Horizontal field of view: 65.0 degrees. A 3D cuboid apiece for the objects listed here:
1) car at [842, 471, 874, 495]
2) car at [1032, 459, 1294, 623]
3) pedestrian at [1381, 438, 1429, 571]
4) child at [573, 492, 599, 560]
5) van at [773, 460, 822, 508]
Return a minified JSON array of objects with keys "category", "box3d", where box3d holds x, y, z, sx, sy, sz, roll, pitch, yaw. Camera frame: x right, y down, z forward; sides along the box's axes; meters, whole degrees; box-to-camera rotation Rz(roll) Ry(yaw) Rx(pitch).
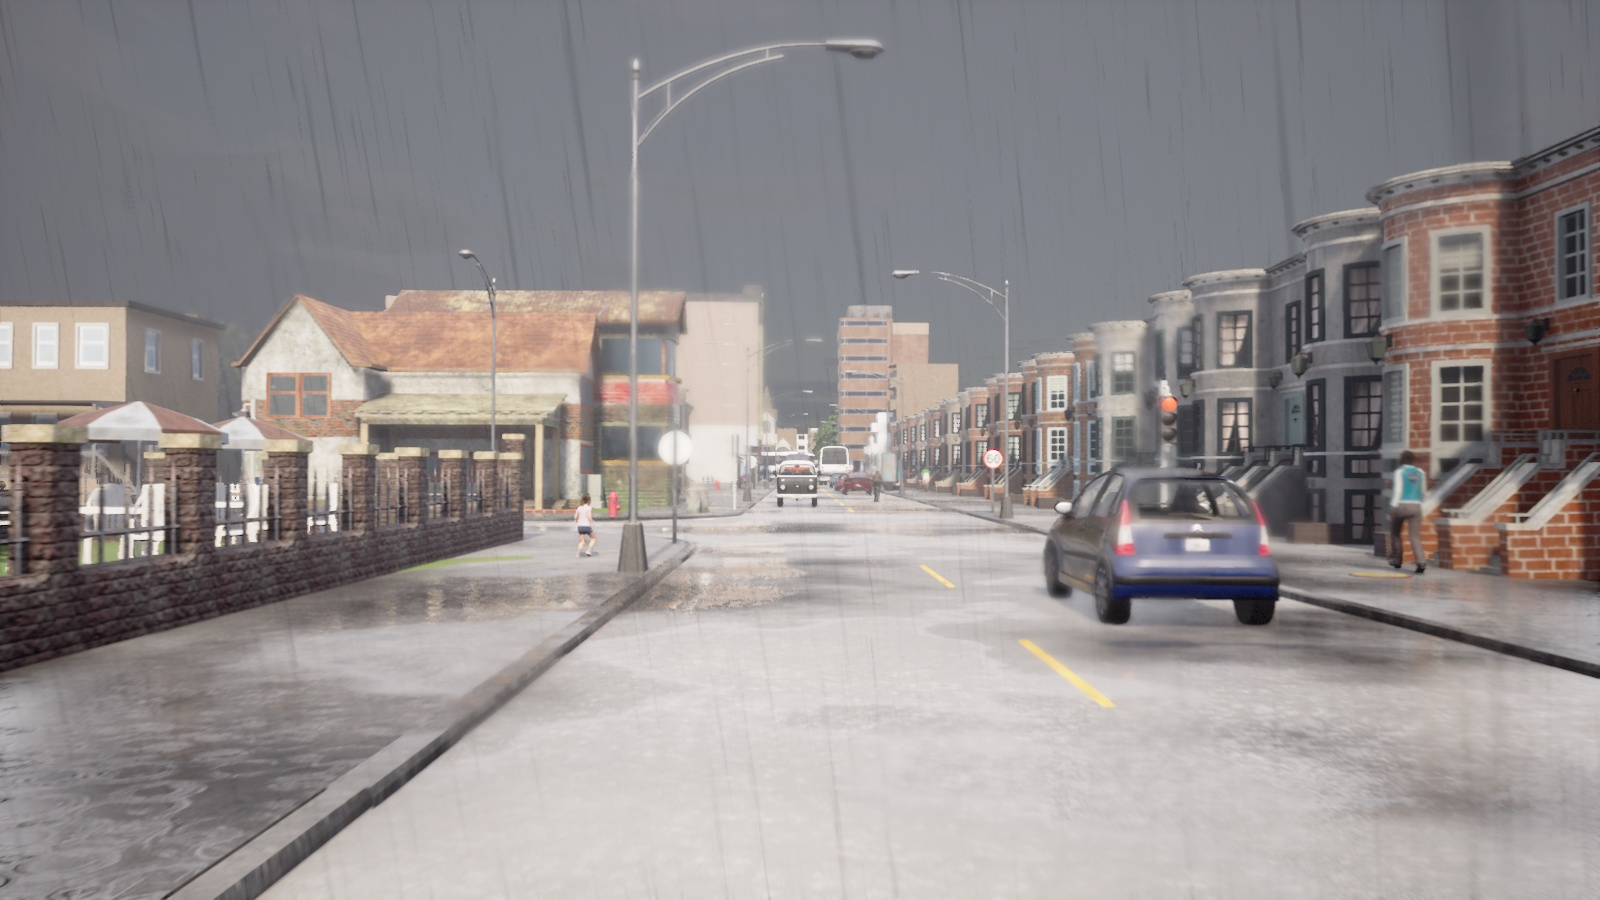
[{"category":"car","box3d":[3.846,2.187,84.249,1.882,1.535,5.008,0,-1,0]},{"category":"car","box3d":[3.962,0.939,14.441,1.851,1.617,3.988,0,-1,0]},{"category":"pedestrian","box3d":[8.933,0.798,18.563,0.396,1.930,0.692,0,-1,4]},{"category":"child","box3d":[-3.584,1.271,21.065,0.255,1.110,0.394,-1,-1,24]},{"category":"van","box3d":[-0.113,1.475,55.948,2.069,2.038,4.480,0,-1,0]}]
